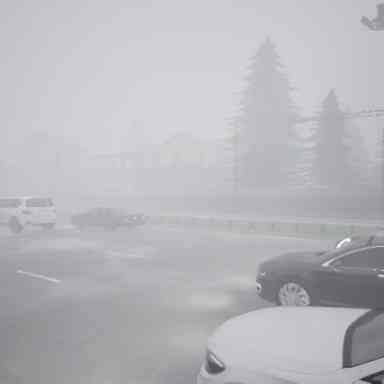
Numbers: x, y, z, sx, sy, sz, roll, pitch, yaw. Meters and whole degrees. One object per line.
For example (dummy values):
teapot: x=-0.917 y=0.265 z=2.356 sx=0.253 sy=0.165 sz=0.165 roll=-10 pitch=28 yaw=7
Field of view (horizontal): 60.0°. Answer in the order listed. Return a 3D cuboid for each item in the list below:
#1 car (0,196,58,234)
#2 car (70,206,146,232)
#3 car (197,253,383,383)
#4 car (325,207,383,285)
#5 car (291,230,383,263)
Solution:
car: x=-10.389 y=1.271 z=20.002 sx=5.566 sy=2.045 sz=2.150 roll=0 pitch=0 yaw=36
car: x=-5.320 y=1.588 z=20.685 sx=5.357 sy=1.411 sz=2.033 roll=0 pitch=0 yaw=36
car: x=2.226 y=1.524 z=2.405 sx=4.674 sy=1.442 sz=1.812 roll=0 pitch=0 yaw=36
car: x=5.985 y=1.353 z=8.321 sx=4.553 sy=1.767 sz=2.097 roll=0 pitch=0 yaw=35
car: x=3.524 y=1.506 z=5.777 sx=4.892 sy=1.490 sz=1.837 roll=0 pitch=0 yaw=36
